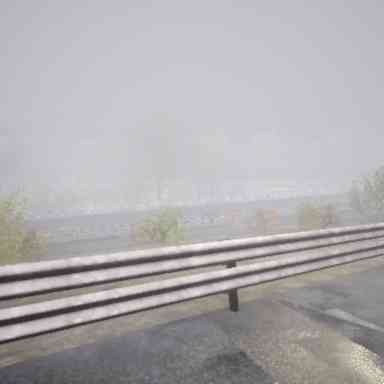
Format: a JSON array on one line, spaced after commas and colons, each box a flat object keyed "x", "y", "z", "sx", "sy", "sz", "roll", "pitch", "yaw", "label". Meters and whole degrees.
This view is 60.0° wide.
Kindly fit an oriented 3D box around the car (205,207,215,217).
[{"x": 4.929, "y": 3.099, "z": 51.812, "sx": 4.553, "sy": 1.767, "sz": 2.097, "roll": -4, "pitch": 2, "yaw": -21, "label": "car"}]

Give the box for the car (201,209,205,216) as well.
[{"x": 3.694, "y": 3.211, "z": 55.087, "sx": 4.674, "sy": 1.442, "sz": 1.812, "roll": -4, "pitch": 2, "yaw": -21, "label": "car"}]

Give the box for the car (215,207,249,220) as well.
[{"x": 6.256, "y": 3.156, "z": 48.572, "sx": 4.553, "sy": 1.767, "sz": 2.097, "roll": -4, "pitch": 2, "yaw": -21, "label": "car"}]
